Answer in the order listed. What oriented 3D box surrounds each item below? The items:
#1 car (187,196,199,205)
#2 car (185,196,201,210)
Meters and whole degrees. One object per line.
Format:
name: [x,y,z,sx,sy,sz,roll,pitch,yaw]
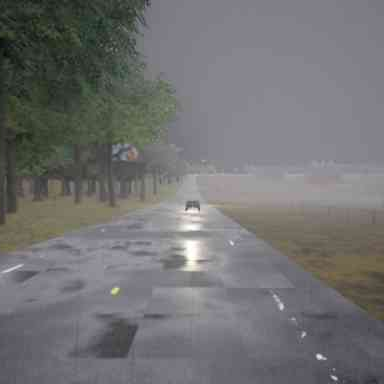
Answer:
car: [0.125,1.536,62.832,2.128,1.511,4.902,0,0,0]
car: [0.120,1.567,44.021,1.837,1.490,4.892,0,0,0]
